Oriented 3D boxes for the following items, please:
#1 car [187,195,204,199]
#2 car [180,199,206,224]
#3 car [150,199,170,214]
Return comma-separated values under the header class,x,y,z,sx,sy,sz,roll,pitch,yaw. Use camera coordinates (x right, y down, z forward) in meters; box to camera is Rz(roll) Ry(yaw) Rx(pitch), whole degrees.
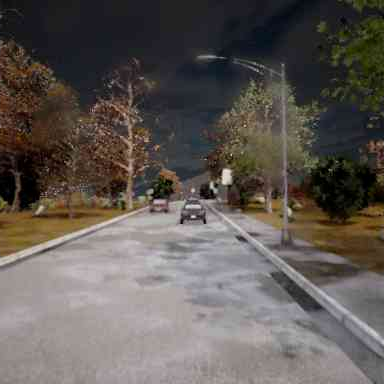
class,x,y,z,sx,sy,sz,roll,pitch,yaw
car,0.106,1.434,42.792,2.128,1.511,4.902,0,0,0
car,0.089,1.498,24.681,1.812,1.442,4.674,0,0,0
car,-3.341,1.481,35.176,1.812,1.442,4.674,0,0,0
